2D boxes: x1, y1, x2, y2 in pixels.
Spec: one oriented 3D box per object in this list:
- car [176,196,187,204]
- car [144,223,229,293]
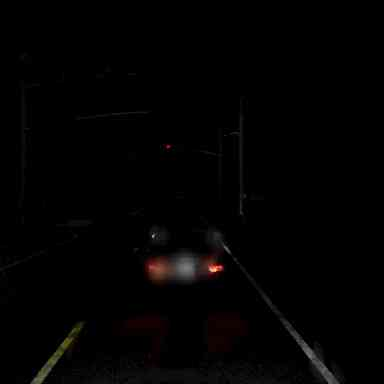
[{"bbox_3d":[-1.980,1.525,63.454,1.812,1.442,4.674,0,0,-2],"label":"car"},{"bbox_3d":[-0.175,1.547,8.984,2.033,1.411,5.357,0,0,-1],"label":"car"}]
